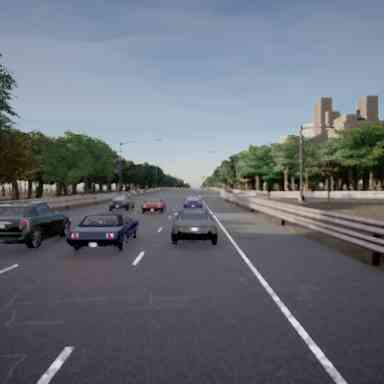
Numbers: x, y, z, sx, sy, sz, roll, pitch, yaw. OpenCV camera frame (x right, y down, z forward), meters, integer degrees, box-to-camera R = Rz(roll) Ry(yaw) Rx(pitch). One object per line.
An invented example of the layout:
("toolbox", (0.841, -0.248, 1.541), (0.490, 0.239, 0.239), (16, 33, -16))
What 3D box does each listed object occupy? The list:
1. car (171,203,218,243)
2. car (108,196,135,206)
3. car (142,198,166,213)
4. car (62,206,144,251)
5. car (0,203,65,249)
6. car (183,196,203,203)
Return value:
("car", (0.103, 1.431, 15.296), (1.994, 1.385, 4.181), (0, 1, 0))
("car", (-6.896, 1.109, 32.948), (1.812, 1.442, 4.674), (0, 1, 0))
("car", (-3.396, 1.221, 30.632), (1.895, 1.301, 4.718), (0, 1, 0))
("car", (-3.400, 1.492, 13.665), (1.895, 1.301, 4.718), (0, 1, 0))
("car", (-6.897, 1.236, 14.184), (2.097, 1.767, 4.553), (0, 1, 0))
("car", (0.102, 1.110, 32.866), (1.812, 1.442, 4.674), (0, 1, 0))
